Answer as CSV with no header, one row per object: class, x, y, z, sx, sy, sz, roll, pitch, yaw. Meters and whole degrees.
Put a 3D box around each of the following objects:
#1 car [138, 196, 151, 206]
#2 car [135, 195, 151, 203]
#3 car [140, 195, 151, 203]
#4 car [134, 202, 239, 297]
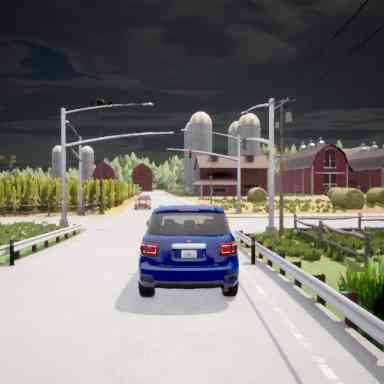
car,-7.601,1.388,53.157,1.994,1.385,4.181,0,1,-8
car,-6.390,1.332,43.495,2.097,1.767,4.553,0,1,-7
car,-8.849,1.228,63.121,1.994,1.385,4.181,0,1,-7
car,-0.109,1.364,9.040,2.150,2.045,5.566,0,-2,-1
